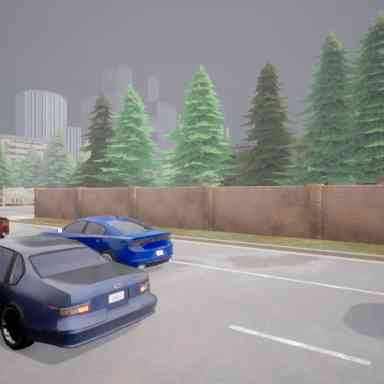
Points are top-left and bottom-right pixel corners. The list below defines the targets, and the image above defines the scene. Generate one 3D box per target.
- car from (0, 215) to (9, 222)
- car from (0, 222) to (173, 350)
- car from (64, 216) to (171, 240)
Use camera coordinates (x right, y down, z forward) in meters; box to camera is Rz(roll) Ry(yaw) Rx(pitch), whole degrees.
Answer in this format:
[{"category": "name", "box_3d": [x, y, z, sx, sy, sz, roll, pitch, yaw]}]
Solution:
[{"category": "car", "box_3d": [-10.708, 1.478, 15.926, 5.008, 1.535, 1.882, 0, 0, 35]}, {"category": "car", "box_3d": [-3.126, 1.547, 6.214, 5.357, 1.411, 2.033, 0, 0, 35]}, {"category": "car", "box_3d": [-2.880, 1.478, 10.345, 5.008, 1.535, 1.882, 0, 0, 35]}]
